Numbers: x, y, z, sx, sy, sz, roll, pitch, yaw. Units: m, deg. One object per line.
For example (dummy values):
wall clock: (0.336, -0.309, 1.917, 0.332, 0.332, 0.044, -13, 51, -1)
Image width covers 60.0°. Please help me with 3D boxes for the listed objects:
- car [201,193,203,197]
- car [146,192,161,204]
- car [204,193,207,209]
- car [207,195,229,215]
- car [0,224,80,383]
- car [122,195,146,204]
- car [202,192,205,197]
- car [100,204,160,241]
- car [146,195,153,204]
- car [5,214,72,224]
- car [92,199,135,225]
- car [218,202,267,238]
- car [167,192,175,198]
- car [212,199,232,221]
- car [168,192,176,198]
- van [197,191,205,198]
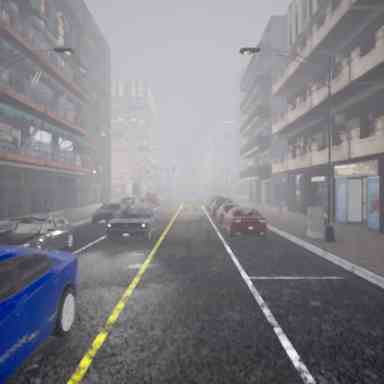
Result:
car: (2.534, 1.168, 44.673, 1.887, 1.381, 4.507, 0, 0, 0)
car: (-5.347, 0.938, 44.665, 2.192, 1.841, 5.009, 0, 0, 0)
car: (2.542, 1.159, 33.483, 1.967, 1.590, 4.097, 0, 0, 0)
car: (2.545, 1.206, 27.889, 1.967, 1.590, 4.097, 0, 0, 0)
car: (-2.848, 1.446, 3.719, 1.882, 1.535, 5.008, 0, 1, 0)
car: (-5.335, 1.207, 27.884, 1.967, 1.590, 4.097, 0, 0, 0)
car: (2.538, 1.111, 39.077, 1.967, 1.590, 4.097, 0, 0, 0)
car: (-2.762, 1.466, 16.124, 1.895, 1.301, 4.718, 0, 0, 0)
car: (-5.339, 1.301, 33.479, 1.802, 1.307, 4.206, 0, 0, 0)
car: (-5.324, 1.458, 11.103, 2.008, 1.369, 4.403, 0, 0, 0)
car: (-5.331, 1.380, 22.291, 1.947, 1.339, 4.313, 0, 0, 0)
car: (2.553, 1.405, 16.702, 1.887, 1.381, 4.507, 0, 0, 0)
car: (-5.339, 0.870, 82.870, 1.802, 1.307, 4.206, 0, 1, 0)
car: (2.549, 1.395, 22.296, 1.802, 1.307, 4.206, 0, 0, 0)
car: (-5.343, 0.782, 88.458, 1.887, 1.381, 4.507, 0, 1, 0)
van: (2.508, 0.630, 82.712, 1.690, 1.788, 3.998, 0, 1, 0)
